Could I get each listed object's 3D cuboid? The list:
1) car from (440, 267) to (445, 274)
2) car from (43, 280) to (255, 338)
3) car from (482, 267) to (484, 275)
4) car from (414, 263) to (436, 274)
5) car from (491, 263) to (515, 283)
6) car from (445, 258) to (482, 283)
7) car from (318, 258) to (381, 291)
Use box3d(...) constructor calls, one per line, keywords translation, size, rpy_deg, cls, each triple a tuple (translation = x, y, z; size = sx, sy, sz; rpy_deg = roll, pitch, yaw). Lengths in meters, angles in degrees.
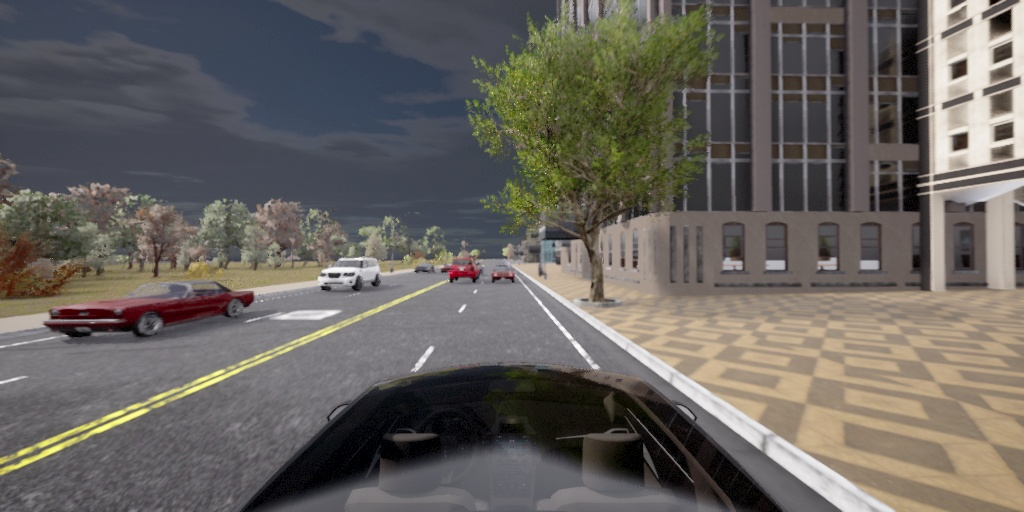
box3d(translation=(-7.849, 1.625, 45.444), size=(1.895, 1.301, 4.718), rpy_deg=(0, 0, -2), cls="car")
box3d(translation=(-10.074, 1.422, 10.581), size=(1.895, 1.301, 4.718), rpy_deg=(0, 0, -2), cls="car")
box3d(translation=(-4.348, 1.603, 42.636), size=(1.895, 1.301, 4.718), rpy_deg=(0, 0, -1), cls="car")
box3d(translation=(-11.121, 1.581, 46.120), size=(2.033, 1.411, 5.357), rpy_deg=(0, 0, -2), cls="car")
box3d(translation=(-0.743, 1.524, 30.333), size=(1.895, 1.301, 4.718), rpy_deg=(0, 0, -1), cls="car")
box3d(translation=(-3.985, 1.153, 30.541), size=(2.150, 2.045, 5.566), rpy_deg=(0, 0, -2), cls="car")
box3d(translation=(-10.419, 1.123, 23.549), size=(2.150, 2.045, 5.566), rpy_deg=(0, -1, -1), cls="car")
